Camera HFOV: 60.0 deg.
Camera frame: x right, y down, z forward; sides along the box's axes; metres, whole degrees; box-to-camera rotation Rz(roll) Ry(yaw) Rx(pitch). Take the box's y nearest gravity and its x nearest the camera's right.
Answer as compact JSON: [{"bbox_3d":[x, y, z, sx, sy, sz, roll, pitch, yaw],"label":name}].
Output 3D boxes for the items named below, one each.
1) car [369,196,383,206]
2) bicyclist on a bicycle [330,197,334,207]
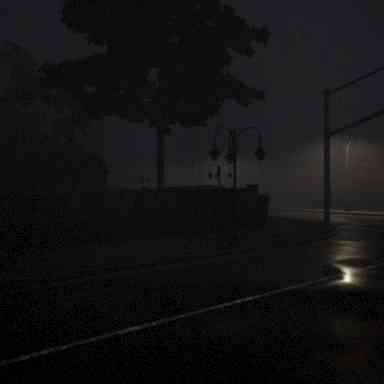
[{"bbox_3d":[28.414,1.295,48.461,2.242,1.667,4.611,0,0,-35],"label":"car"},{"bbox_3d":[20.837,1.430,50.104,1.656,1.620,0.582,-6,-7,-37],"label":"bicyclist on a bicycle"}]
